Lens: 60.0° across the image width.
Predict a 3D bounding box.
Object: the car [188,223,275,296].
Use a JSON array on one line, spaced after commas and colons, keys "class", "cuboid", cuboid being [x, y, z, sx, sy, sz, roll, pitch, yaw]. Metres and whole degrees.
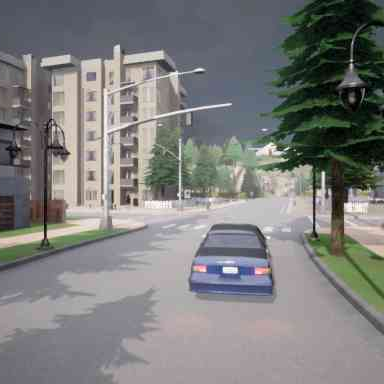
[{"class": "car", "cuboid": [1.138, 1.547, 8.865, 2.033, 1.411, 5.357, 0, 0, 9]}]
